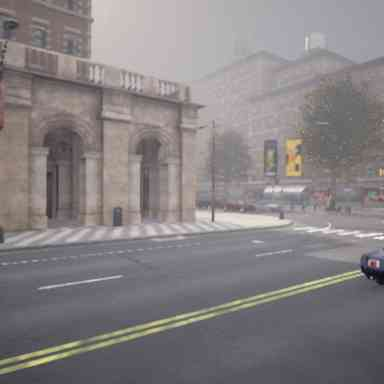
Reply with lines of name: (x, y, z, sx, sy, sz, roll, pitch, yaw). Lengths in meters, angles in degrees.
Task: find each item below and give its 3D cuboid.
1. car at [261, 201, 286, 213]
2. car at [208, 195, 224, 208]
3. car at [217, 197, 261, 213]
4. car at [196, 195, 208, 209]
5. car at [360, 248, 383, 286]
car: (9.516, 1.851, 42.112, 1.895, 1.301, 4.718, 1, 0, -36)
car: (3.792, 1.472, 50.090, 2.150, 2.045, 5.566, 1, 0, -35)
car: (5.771, 1.702, 41.329, 1.882, 1.535, 5.008, 1, 0, -36)
car: (-0.468, 1.447, 50.020, 2.150, 2.045, 5.566, 1, 0, -36)
car: (6.321, 1.677, 8.378, 4.718, 1.301, 1.895, 1, 0, -36)
